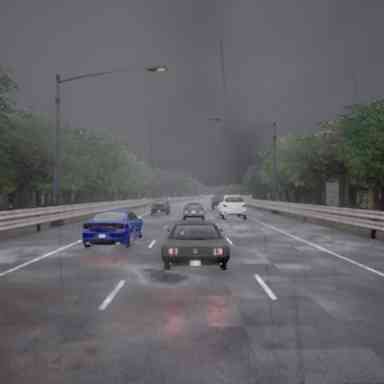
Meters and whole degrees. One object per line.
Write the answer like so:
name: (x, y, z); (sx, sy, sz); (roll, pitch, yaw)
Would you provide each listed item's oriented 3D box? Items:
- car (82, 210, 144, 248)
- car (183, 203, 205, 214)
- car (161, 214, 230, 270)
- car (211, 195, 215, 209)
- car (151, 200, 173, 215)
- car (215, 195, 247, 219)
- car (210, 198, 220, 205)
car: (-3.400, 1.528, 15.064); (1.882, 1.535, 5.008); (0, 0, 0)
car: (0.175, 1.669, 28.888); (2.033, 1.411, 5.357); (0, 0, 1)
car: (0.099, 1.636, 11.166); (1.895, 1.301, 4.718); (0, 0, 0)
car: (4.054, 1.477, 50.173); (2.150, 2.045, 5.566); (0, -1, 2)
car: (-3.218, 1.665, 35.453); (1.837, 1.490, 4.892); (0, 0, 1)
car: (3.590, 1.335, 30.305); (2.150, 2.045, 5.566); (0, 0, 1)
car: (5.014, 2.032, 71.911); (2.033, 1.411, 5.357); (0, -1, 3)
